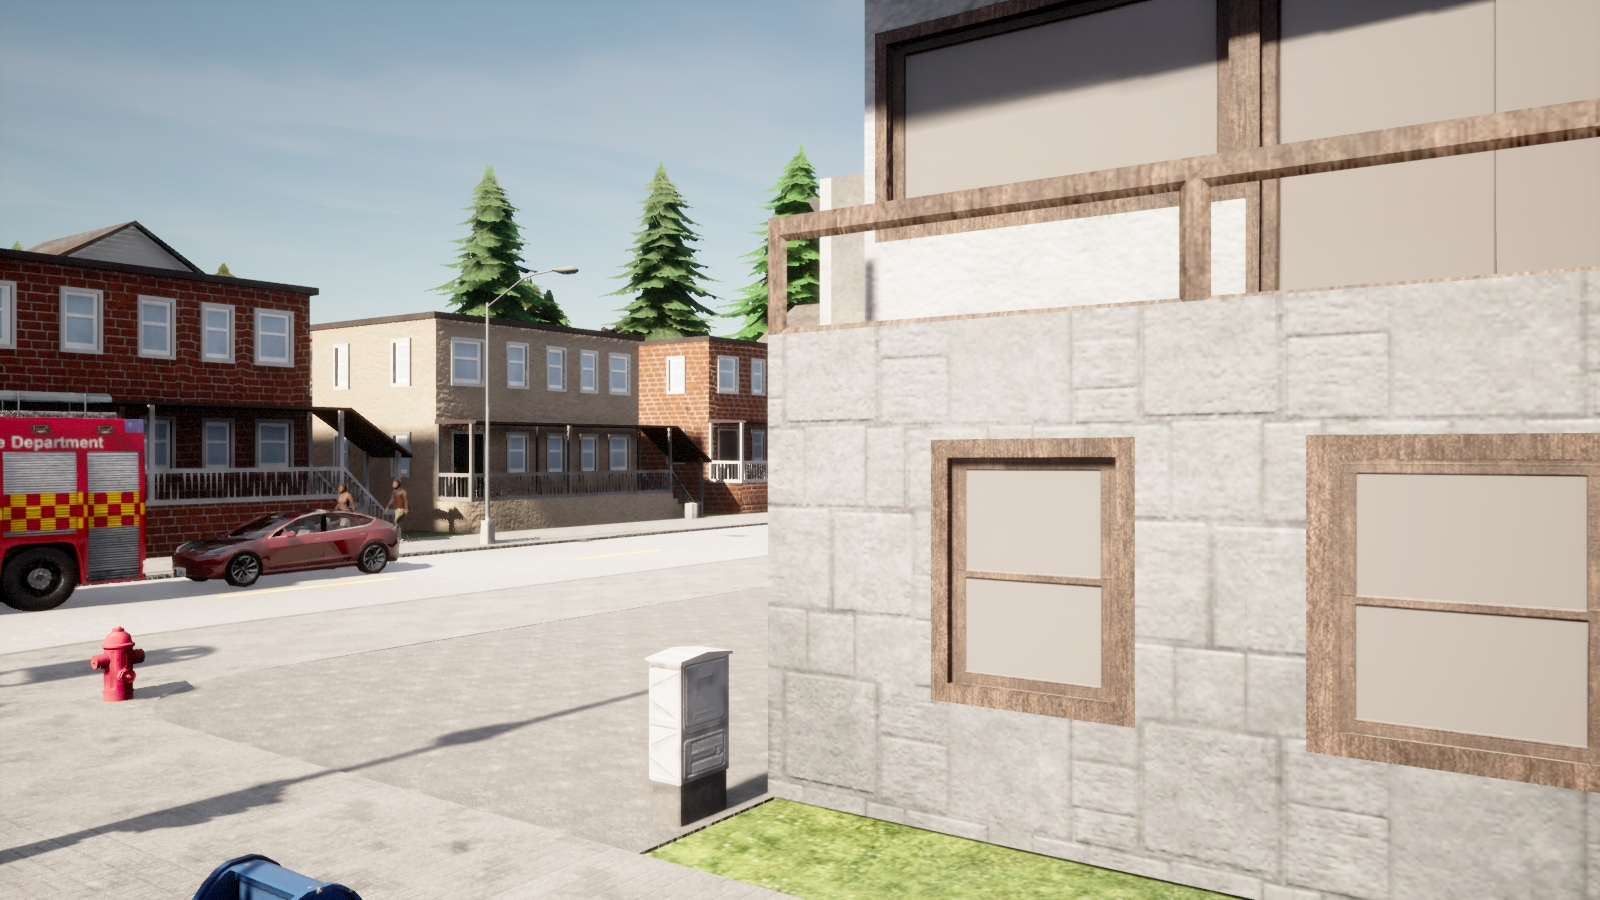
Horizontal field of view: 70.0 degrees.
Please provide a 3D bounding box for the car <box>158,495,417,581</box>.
[{"bbox_3d":[-11.152,1.843,25.200,2.163,1.488,4.792,0,0,35],"label":"car"}]

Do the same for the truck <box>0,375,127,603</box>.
[{"bbox_3d":[-16.037,0.669,18.399,2.891,3.827,8.468,0,0,40],"label":"truck"}]

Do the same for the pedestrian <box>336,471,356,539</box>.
[{"bbox_3d":[-12.609,1.524,31.735,0.375,1.860,0.375,0,0,33],"label":"pedestrian"}]

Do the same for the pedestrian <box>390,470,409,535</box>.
[{"bbox_3d":[-11.698,1.524,33.349,0.375,1.860,0.375,0,0,36],"label":"pedestrian"}]
